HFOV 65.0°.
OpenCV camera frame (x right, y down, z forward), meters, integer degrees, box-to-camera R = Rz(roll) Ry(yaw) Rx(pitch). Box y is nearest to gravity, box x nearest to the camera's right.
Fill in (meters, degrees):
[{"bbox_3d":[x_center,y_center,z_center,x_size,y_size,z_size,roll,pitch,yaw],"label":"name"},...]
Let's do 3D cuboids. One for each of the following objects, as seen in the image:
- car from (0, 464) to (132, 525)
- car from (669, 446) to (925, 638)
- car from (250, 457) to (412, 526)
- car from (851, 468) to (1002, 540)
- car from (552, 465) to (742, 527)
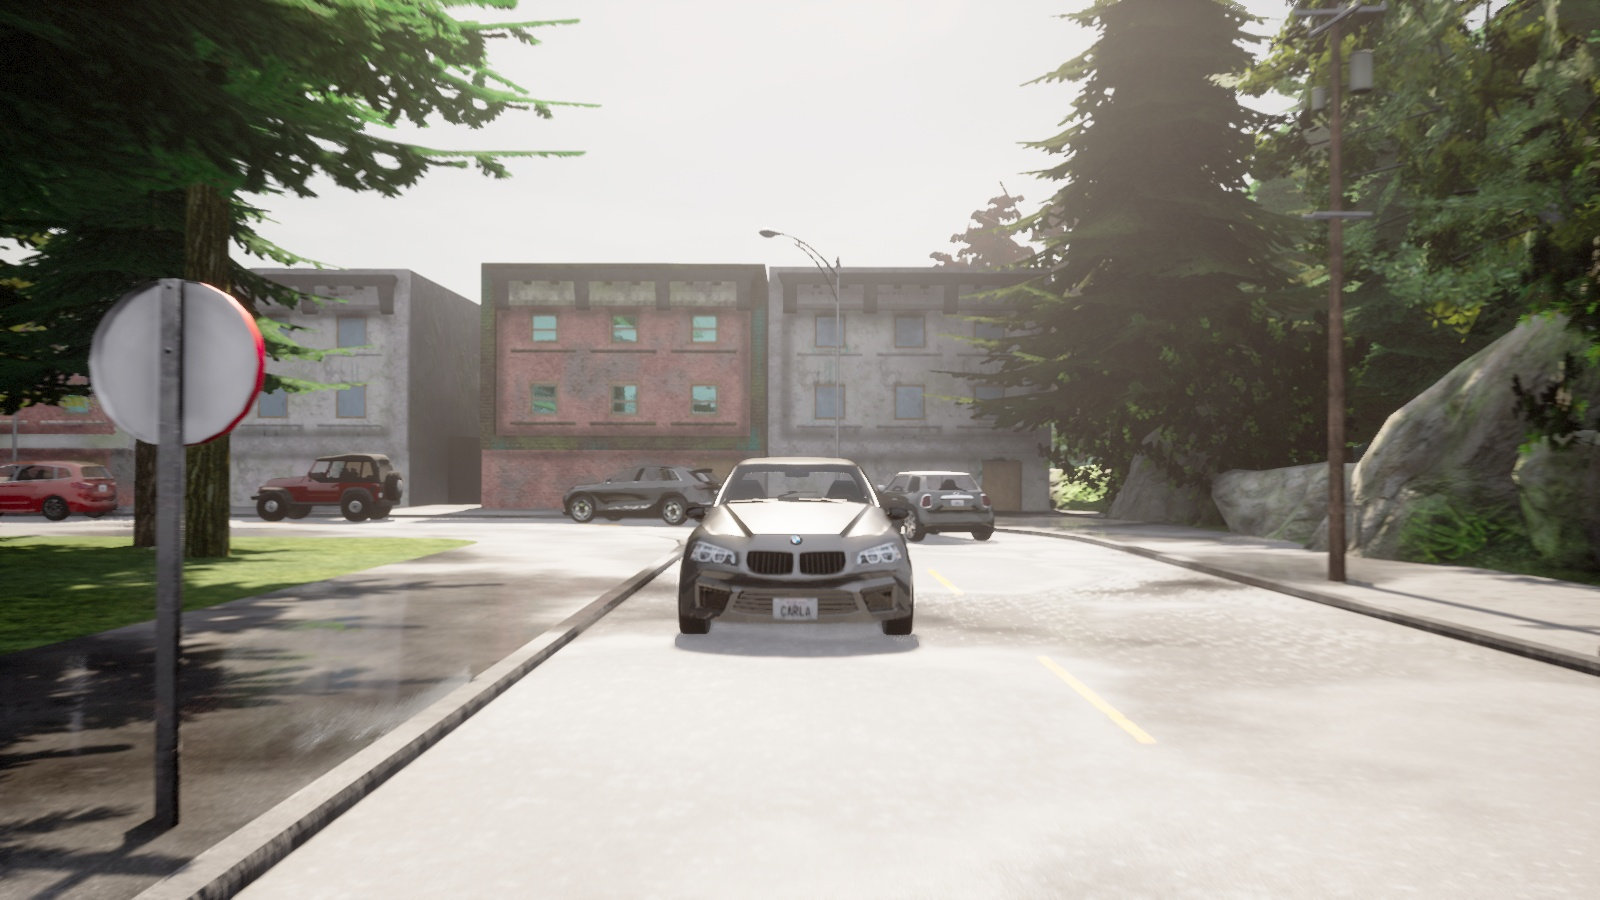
[{"bbox_3d":[-21.848,1.232,35.591,4.611,1.667,2.242,0,-1,0],"label":"car"},{"bbox_3d":[-0.025,0.838,13.311,2.242,1.667,4.611,0,-1,0],"label":"car"},{"bbox_3d":[-13.214,1.148,35.567,3.866,1.878,1.905,0,-1,0],"label":"car"},{"bbox_3d":[2.748,1.154,28.160,1.970,1.475,3.806,0,-1,-18],"label":"car"},{"bbox_3d":[-4.256,1.239,34.899,4.856,1.649,2.033,-1,-1,24],"label":"car"}]
